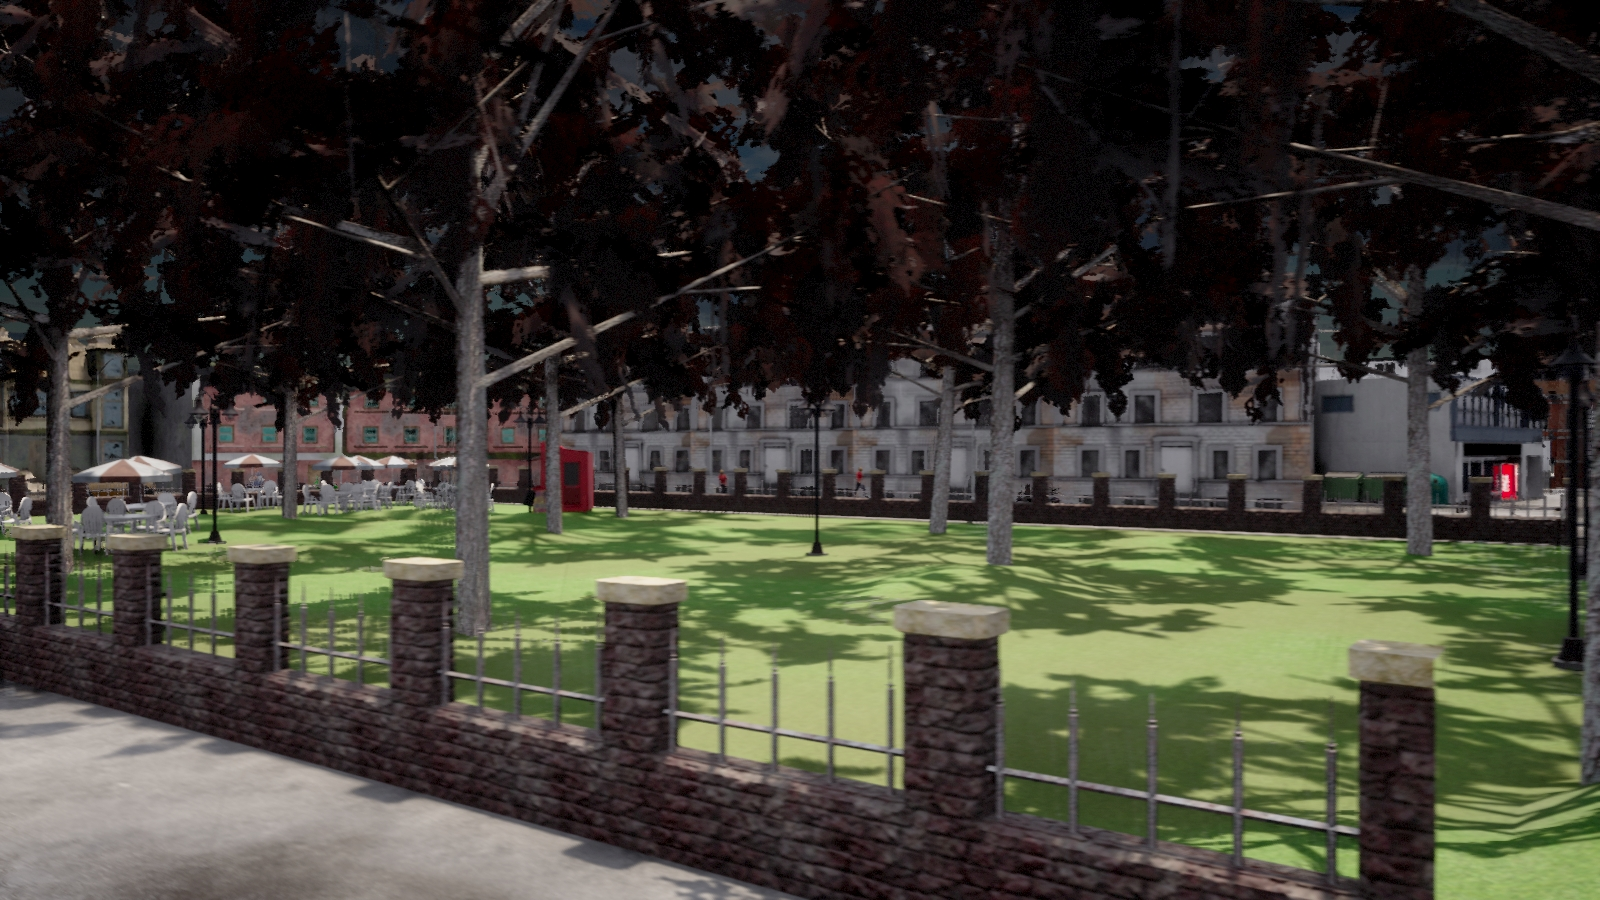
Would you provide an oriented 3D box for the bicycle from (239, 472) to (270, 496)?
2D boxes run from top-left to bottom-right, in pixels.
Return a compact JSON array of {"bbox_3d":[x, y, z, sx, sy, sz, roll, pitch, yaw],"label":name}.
[{"bbox_3d":[-31.356,1.930,65.659,0.373,1.296,1.643,0,1,36],"label":"bicycle"}]

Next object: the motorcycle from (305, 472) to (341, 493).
[{"bbox_3d":[-28.769,1.957,68.882,1.805,1.236,0.856,0,0,-44],"label":"motorcycle"}]

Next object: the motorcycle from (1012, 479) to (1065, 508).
[{"bbox_3d":[10.867,1.983,52.091,2.209,1.251,0.867,0,0,35],"label":"motorcycle"}]

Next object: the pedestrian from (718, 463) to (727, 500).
[{"bbox_3d":[-4.008,1.625,58.870,0.375,1.860,0.375,0,0,15],"label":"pedestrian"}]

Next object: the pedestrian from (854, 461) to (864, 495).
[{"bbox_3d":[3.248,1.521,62.830,0.375,1.860,0.375,0,0,34],"label":"pedestrian"}]

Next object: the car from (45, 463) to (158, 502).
[{"bbox_3d":[-35.968,1.637,58.959,1.932,1.855,4.605,0,0,37],"label":"car"}]
